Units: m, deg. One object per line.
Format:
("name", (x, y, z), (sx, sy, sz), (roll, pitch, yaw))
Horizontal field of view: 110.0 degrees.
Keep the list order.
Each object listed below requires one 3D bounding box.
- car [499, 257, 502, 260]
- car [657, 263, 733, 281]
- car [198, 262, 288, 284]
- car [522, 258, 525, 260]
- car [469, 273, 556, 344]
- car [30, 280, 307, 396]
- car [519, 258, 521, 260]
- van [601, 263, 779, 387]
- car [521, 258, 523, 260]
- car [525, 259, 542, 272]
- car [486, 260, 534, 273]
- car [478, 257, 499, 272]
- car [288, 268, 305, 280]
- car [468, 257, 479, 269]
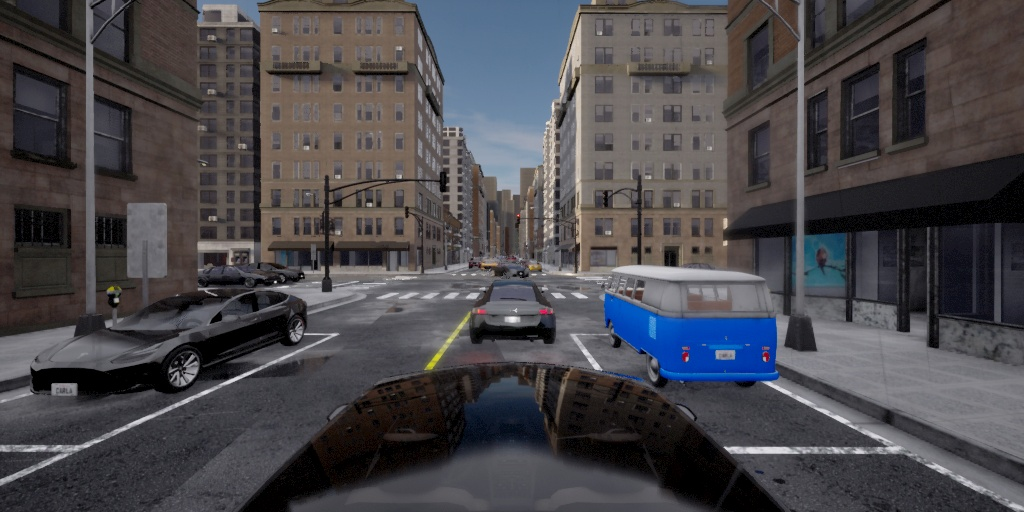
("car", (-3.135, 1.335, 59.483), (1.895, 1.301, 4.718), (0, 0, 0))
("car", (15.220, 1.289, 29.987), (5.357, 1.411, 2.033), (0, 0, 0))
("car", (-17.901, 1.282, 23.095), (5.357, 1.411, 2.033), (0, 0, 0))
("car", (2.866, 1.179, 51.385), (1.967, 1.591, 4.097), (0, 0, 0))
("car", (0.042, 1.314, 9.592), (1.994, 1.385, 4.181), (0, 0, 1))
("car", (-5.643, 1.315, 6.710), (1.948, 1.339, 4.313), (0, 0, 0))
("car", (2.780, 1.297, 62.437), (1.948, 1.339, 4.313), (0, 0, 0))
("van", (2.882, 1.090, 6.669), (1.690, 1.789, 3.998), (0, 0, 0))
("car", (2.823, 1.286, 56.911), (2.007, 1.370, 4.403), (0, 0, 0))
("car", (2.908, 1.267, 46.029), (1.751, 1.417, 4.829), (0, 0, 0))
("car", (-0.260, 1.305, 31.761), (1.994, 1.385, 4.181), (0, 0, -30))
("car", (-3.059, 1.218, 47.351), (1.882, 1.535, 5.008), (0, 0, 0))
("car", (-17.871, 1.230, 26.347), (4.892, 1.490, 1.837), (0, 0, 0))
("car", (-5.702, 1.050, 56.845), (2.192, 1.841, 5.009), (0, 0, 0))
